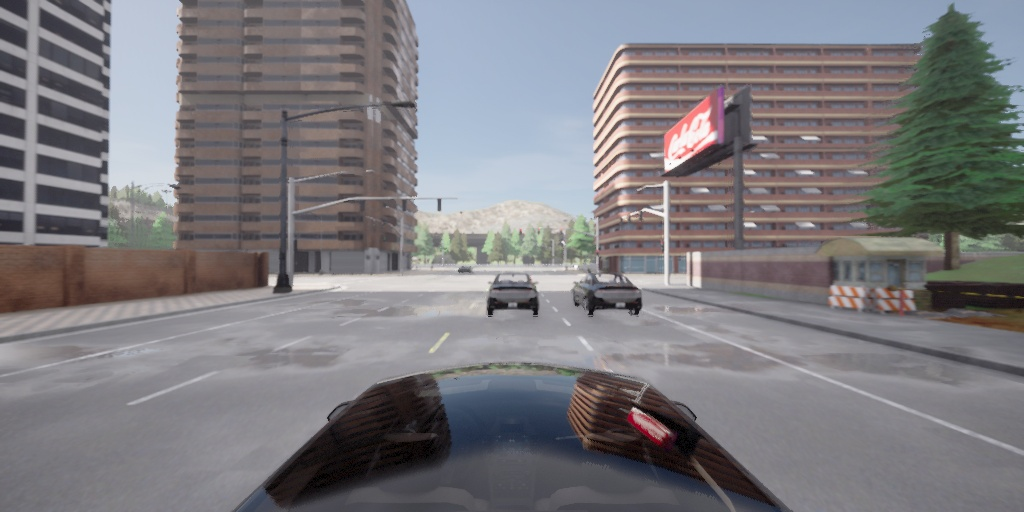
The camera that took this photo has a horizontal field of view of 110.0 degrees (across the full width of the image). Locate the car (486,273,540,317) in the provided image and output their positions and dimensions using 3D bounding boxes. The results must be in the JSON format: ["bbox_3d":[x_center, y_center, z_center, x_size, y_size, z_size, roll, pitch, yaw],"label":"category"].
[{"bbox_3d":[0.049,1.410,14.081,2.128,1.511,4.902,0,-1,1],"label":"car"}]

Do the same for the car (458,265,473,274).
[{"bbox_3d":[-6.974,2.061,53.808,1.895,1.301,4.718,0,-1,0],"label":"car"}]

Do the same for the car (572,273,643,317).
[{"bbox_3d":[3.549,1.410,14.077,2.128,1.511,4.902,0,-1,1],"label":"car"}]
